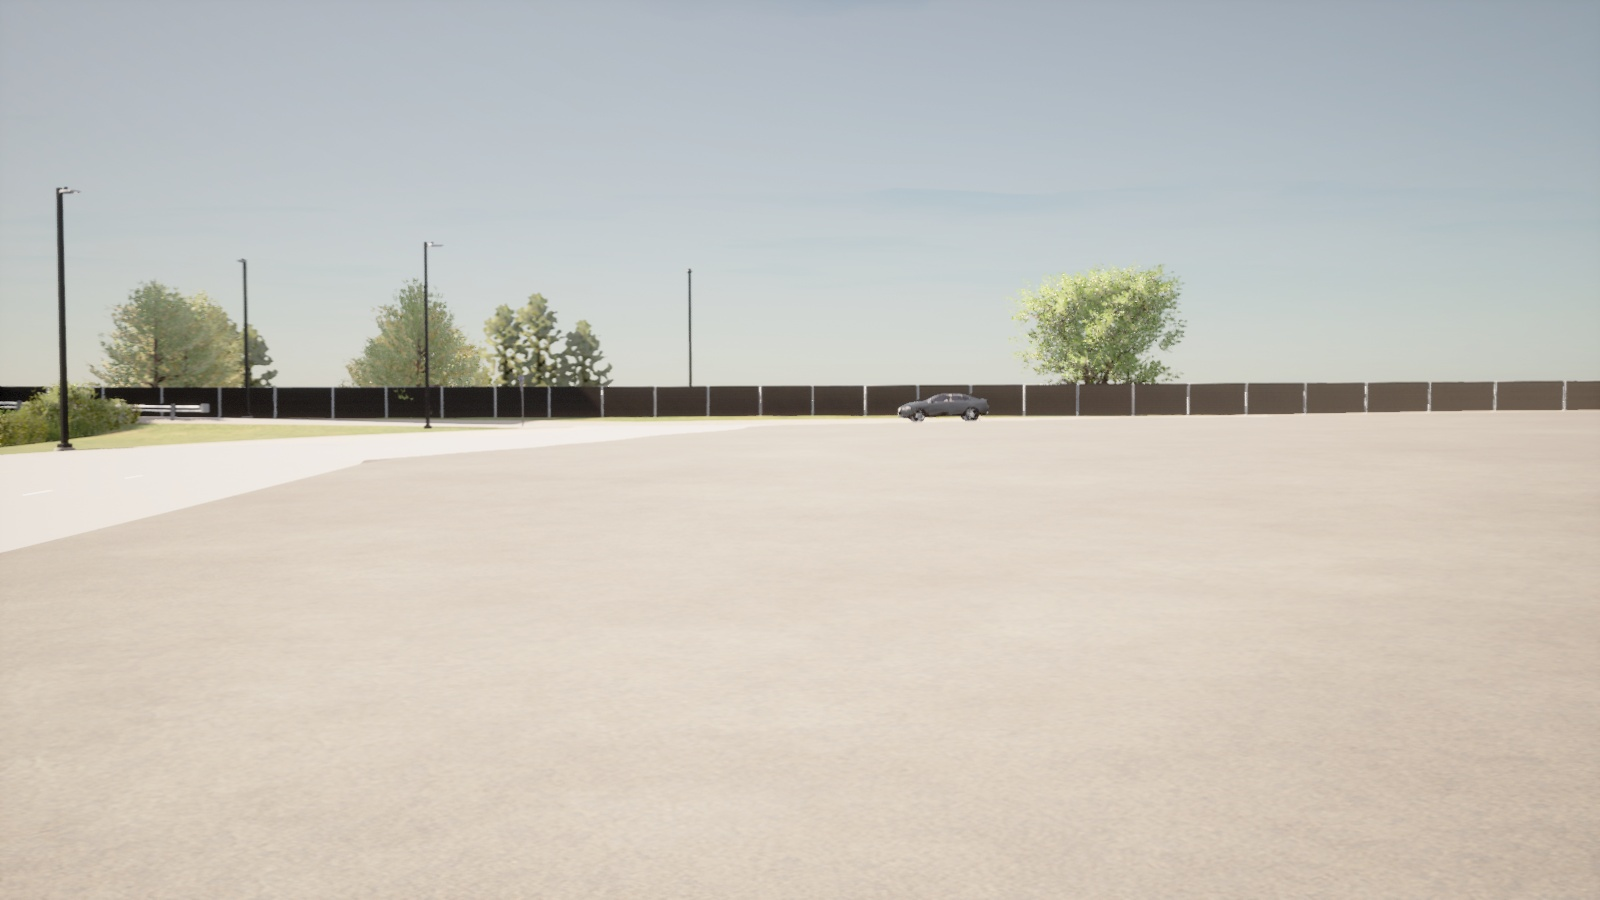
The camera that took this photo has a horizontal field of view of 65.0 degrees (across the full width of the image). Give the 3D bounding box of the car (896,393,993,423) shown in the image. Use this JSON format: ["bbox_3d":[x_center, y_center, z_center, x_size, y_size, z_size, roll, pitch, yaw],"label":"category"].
[{"bbox_3d":[7.741,-2.236,67.503,4.902,1.511,2.128,-1,1,-2],"label":"car"}]
